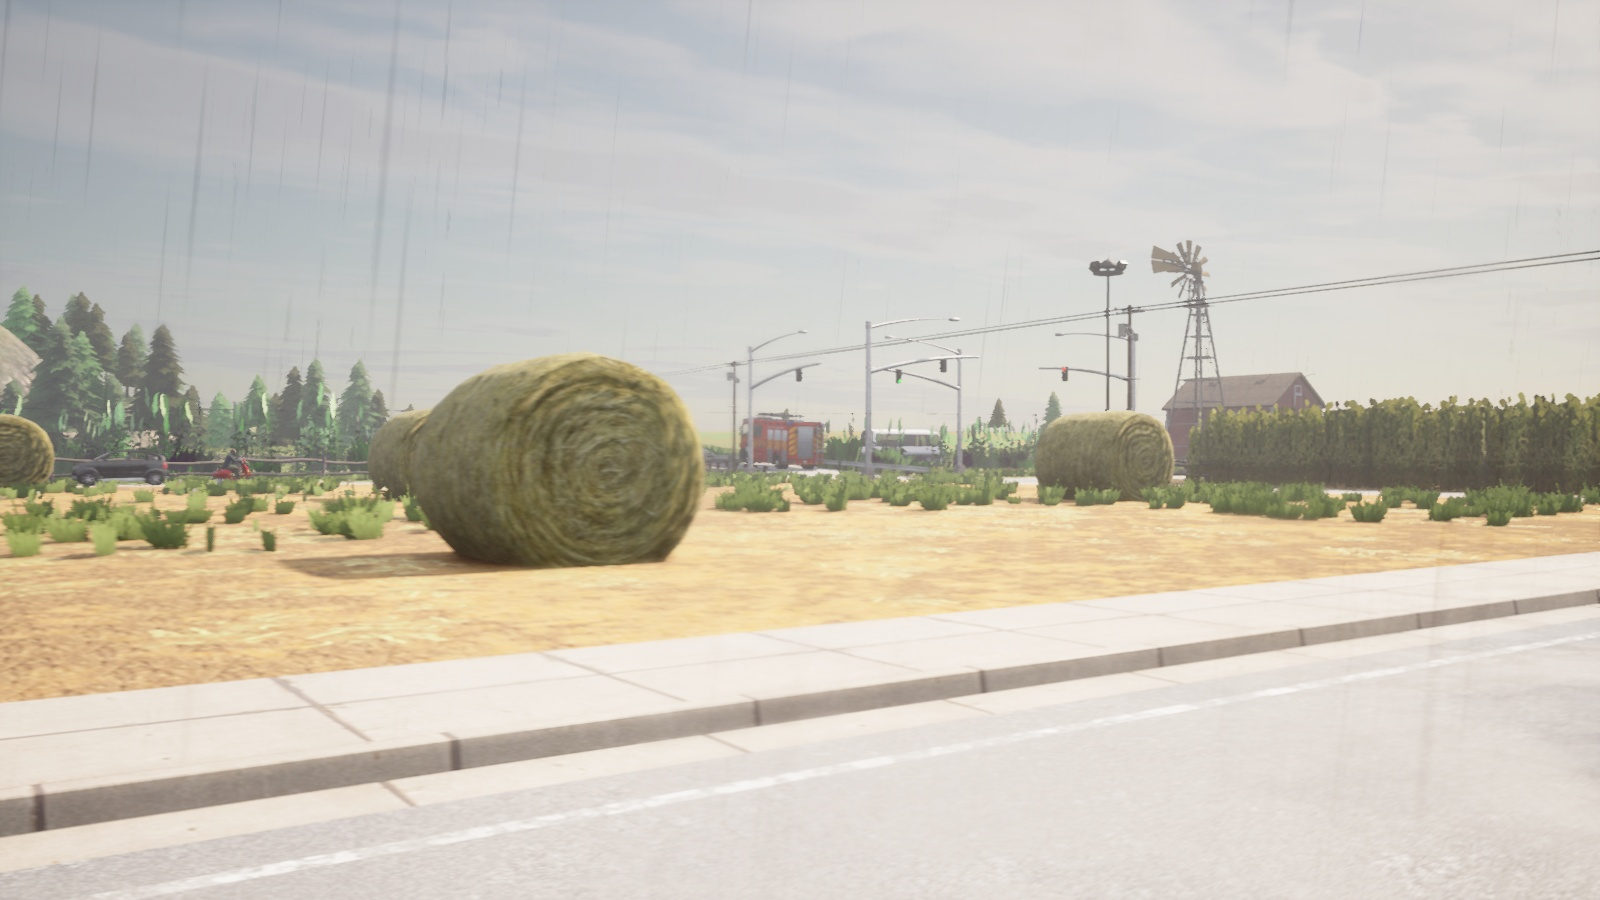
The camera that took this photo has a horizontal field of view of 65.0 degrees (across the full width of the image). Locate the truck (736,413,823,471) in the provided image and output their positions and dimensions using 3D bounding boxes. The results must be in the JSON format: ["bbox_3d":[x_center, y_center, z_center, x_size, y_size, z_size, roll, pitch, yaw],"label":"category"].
[{"bbox_3d":[-1.605,-0.678,90.616,2.891,3.827,8.468,0,3,-26],"label":"truck"}]

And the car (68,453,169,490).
[{"bbox_3d":[-29.259,0.896,53.928,3.705,1.549,1.789,0,0,-31],"label":"car"}]

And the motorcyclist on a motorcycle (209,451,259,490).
[{"bbox_3d":[-23.921,0.859,53.061,1.817,1.590,0.866,0,0,-31],"label":"motorcyclist on a motorcycle"}]
